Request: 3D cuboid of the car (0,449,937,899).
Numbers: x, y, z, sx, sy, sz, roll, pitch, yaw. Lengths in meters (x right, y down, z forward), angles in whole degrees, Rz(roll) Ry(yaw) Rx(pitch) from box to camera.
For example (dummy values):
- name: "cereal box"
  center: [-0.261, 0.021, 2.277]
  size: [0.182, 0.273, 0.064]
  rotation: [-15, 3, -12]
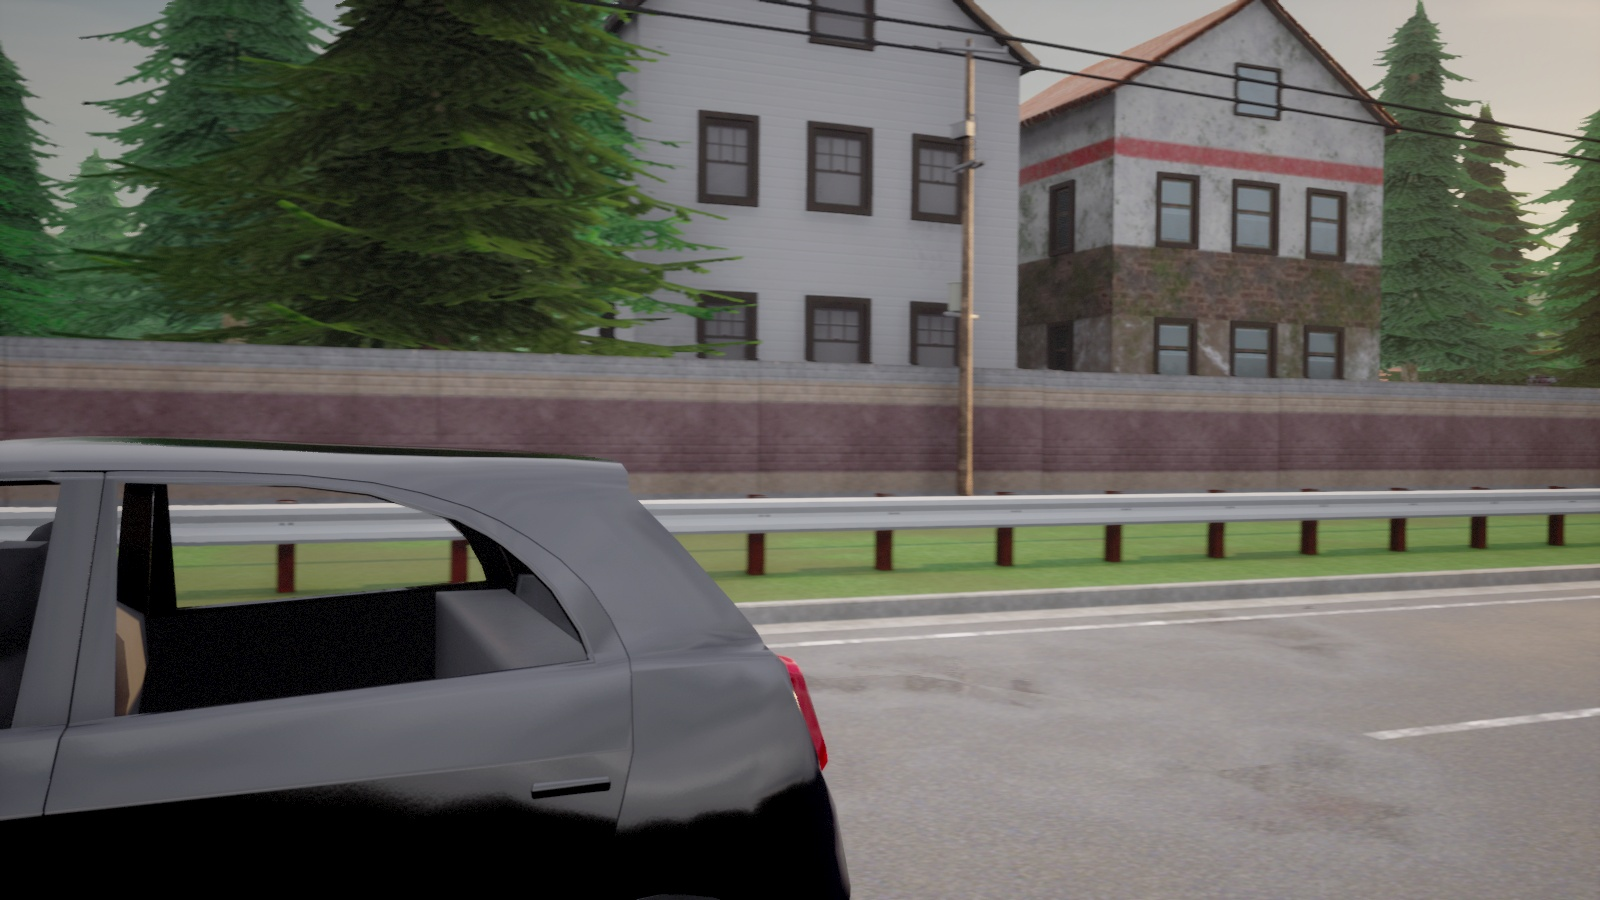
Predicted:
- name: "car"
  center: [-1.767, 0.788, 2.584]
  size: [3.633, 1.501, 1.845]
  rotation: [-1, 1, -22]
